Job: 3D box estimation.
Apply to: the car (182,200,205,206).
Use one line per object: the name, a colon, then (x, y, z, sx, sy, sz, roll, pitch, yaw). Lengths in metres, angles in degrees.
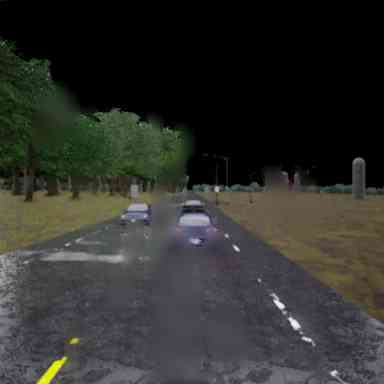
car: (0.100, 1.413, 29.287, 1.882, 1.535, 5.008, 0, 0, 0)

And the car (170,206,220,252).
car: (0.099, 1.507, 13.639, 1.812, 1.442, 4.674, 0, 0, 0)

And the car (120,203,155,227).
car: (-3.597, 1.485, 22.735, 1.812, 1.442, 4.674, 0, 0, 0)
